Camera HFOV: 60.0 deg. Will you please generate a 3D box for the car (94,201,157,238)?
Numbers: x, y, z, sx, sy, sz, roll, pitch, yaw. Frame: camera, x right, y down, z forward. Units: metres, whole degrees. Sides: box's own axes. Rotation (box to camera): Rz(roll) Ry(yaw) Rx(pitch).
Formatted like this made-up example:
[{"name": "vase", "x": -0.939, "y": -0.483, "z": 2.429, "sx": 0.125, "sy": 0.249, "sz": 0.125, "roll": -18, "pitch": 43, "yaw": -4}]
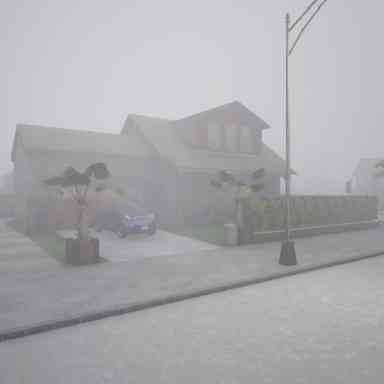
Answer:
[{"name": "car", "x": -3.079, "y": 1.174, "z": 15.254, "sx": 1.845, "sy": 1.501, "sz": 3.633, "roll": 0, "pitch": 0, "yaw": -38}]
